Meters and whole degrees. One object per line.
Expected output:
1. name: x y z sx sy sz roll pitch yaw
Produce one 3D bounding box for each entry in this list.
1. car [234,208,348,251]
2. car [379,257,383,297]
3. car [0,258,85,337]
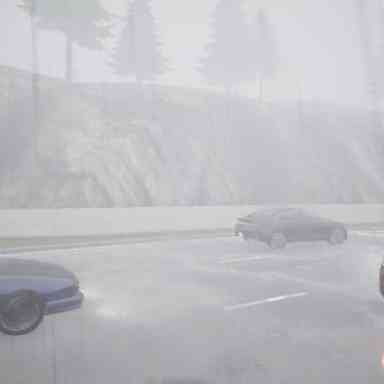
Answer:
1. car: 4.086 1.404 13.527 4.902 1.511 2.128 0 0 -23
2. car: 5.936 1.331 6.475 4.553 1.767 2.097 0 1 -24
3. car: -4.447 1.480 4.793 5.357 1.411 2.033 0 1 -35
